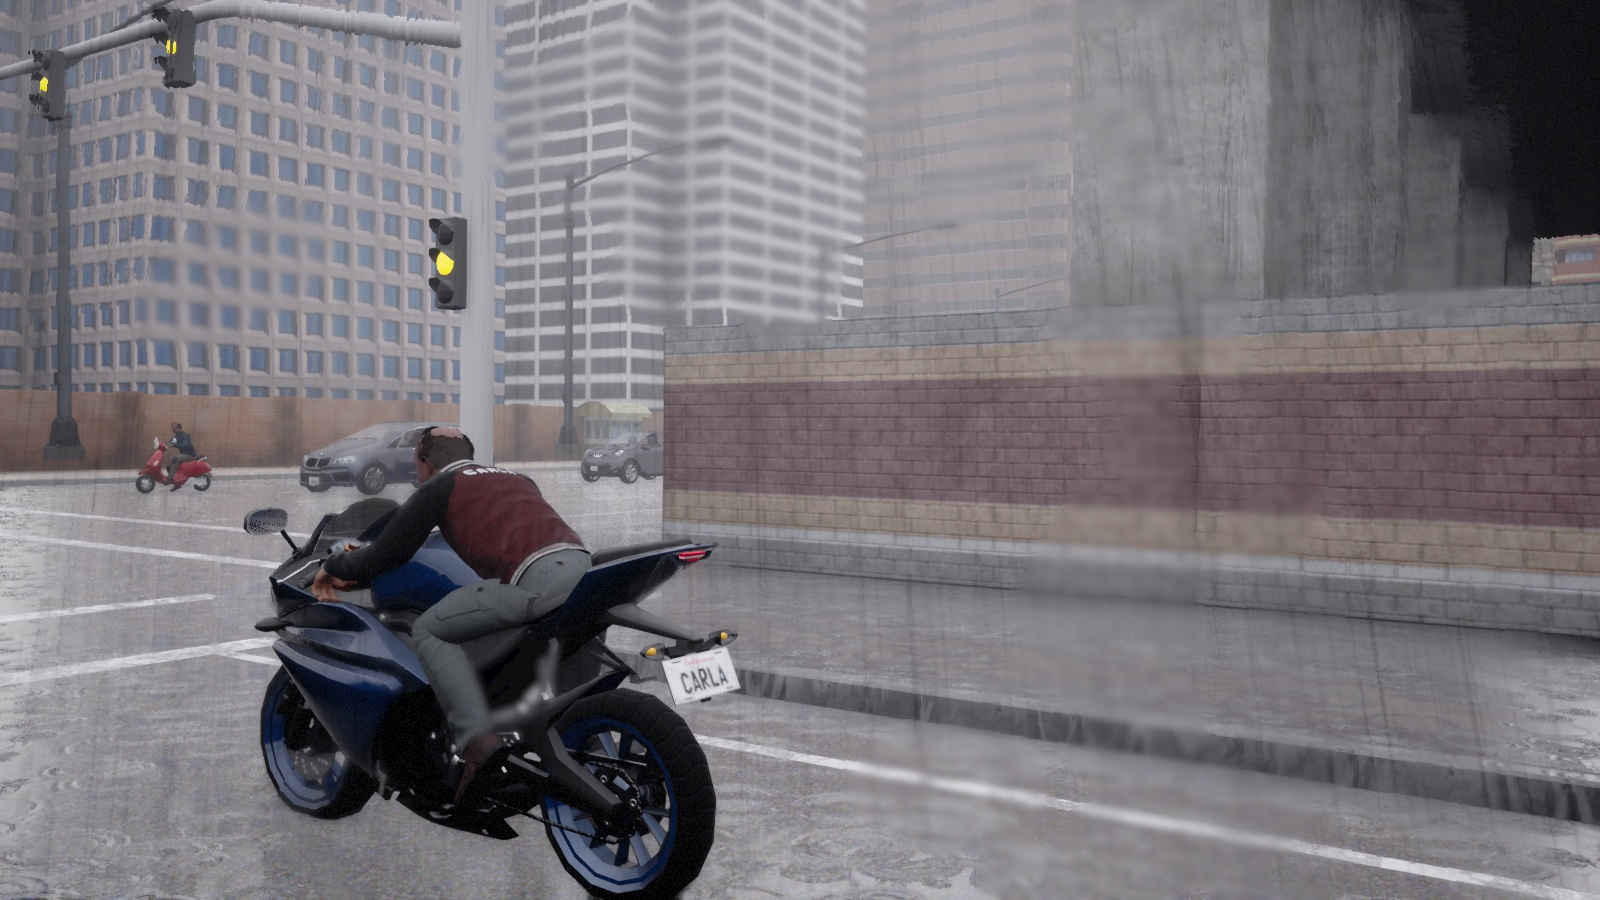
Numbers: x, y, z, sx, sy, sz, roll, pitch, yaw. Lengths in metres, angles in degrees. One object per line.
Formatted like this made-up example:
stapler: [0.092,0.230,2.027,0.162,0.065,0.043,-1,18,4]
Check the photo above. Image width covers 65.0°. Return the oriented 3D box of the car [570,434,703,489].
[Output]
car: [-4.681,0.292,36.289,1.845,1.501,3.633,0,1,34]

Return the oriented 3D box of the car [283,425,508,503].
car: [-9.350,0.259,29.396,2.242,1.667,4.611,0,1,34]

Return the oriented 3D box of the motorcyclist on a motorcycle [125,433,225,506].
motorcyclist on a motorcycle: [-14.162,0.424,28.516,0.866,1.590,1.817,0,1,34]

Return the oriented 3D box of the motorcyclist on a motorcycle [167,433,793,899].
motorcyclist on a motorcycle: [-1.183,0.717,4.409,2.191,1.530,0.866,0,1,34]
